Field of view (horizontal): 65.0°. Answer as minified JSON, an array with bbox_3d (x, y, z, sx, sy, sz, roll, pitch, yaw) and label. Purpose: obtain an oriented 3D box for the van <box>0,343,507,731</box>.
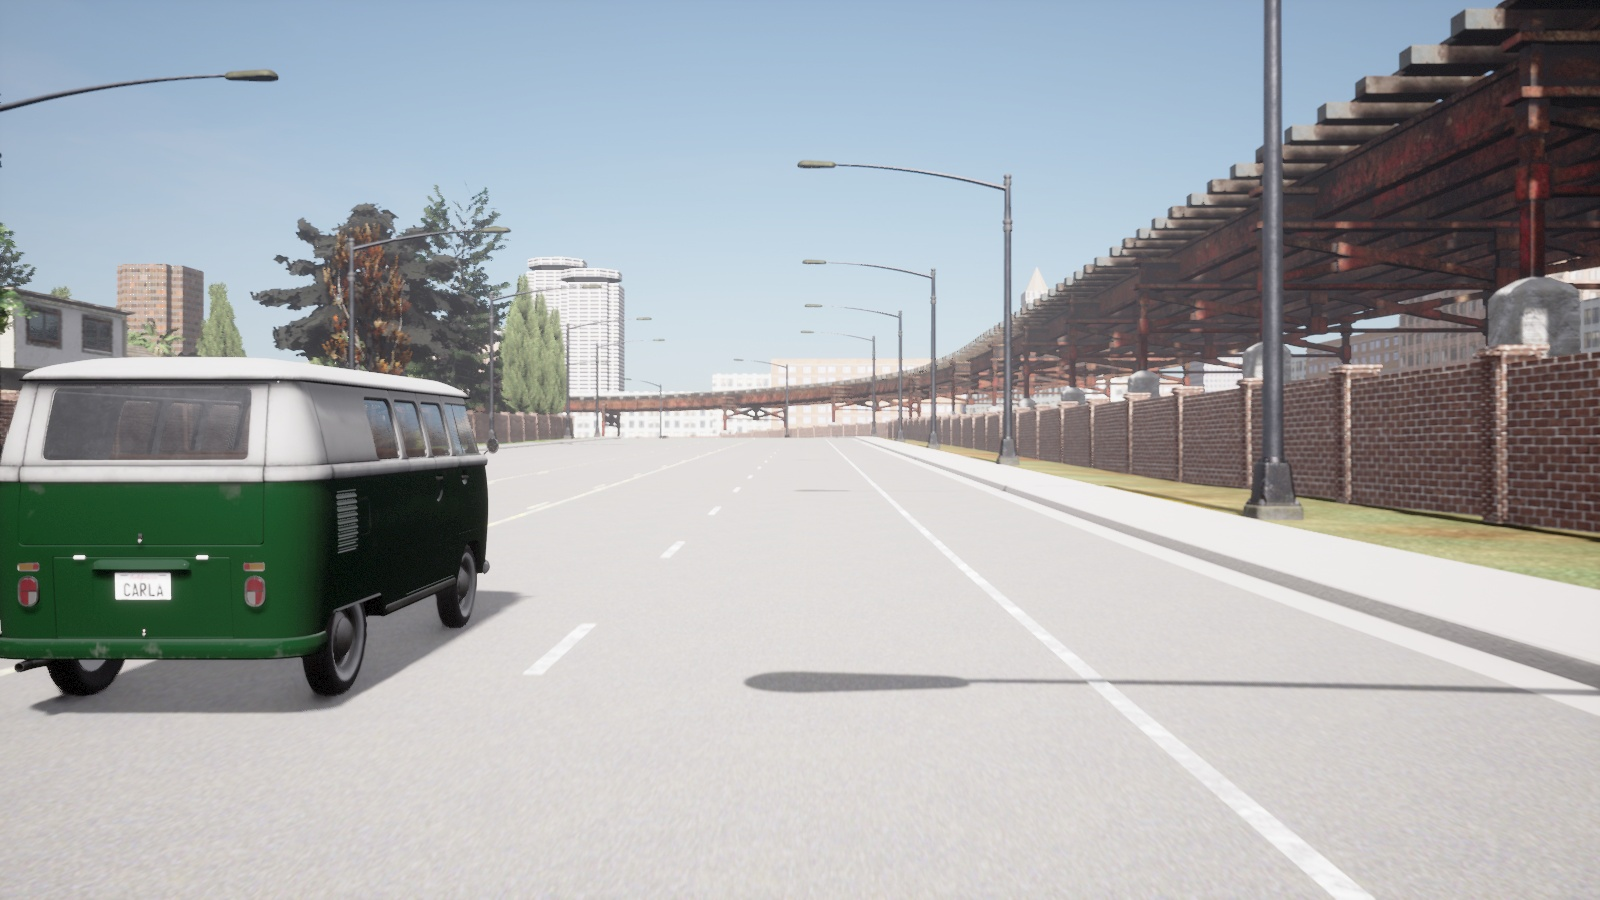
[{"bbox_3d":[-3.434,0.417,8.645,1.775,1.987,4.442,0,1,0],"label":"van"}]
